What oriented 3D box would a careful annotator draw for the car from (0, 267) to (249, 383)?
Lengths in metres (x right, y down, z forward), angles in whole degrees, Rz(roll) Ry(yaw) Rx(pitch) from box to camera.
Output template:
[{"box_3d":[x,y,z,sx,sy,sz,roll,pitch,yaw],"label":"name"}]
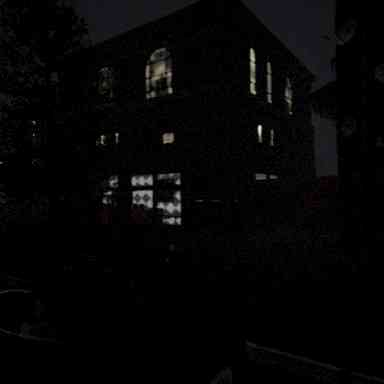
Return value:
[{"box_3d":[-1.451,1.597,3.908,4.313,1.339,1.947,-1,0,35],"label":"car"}]
